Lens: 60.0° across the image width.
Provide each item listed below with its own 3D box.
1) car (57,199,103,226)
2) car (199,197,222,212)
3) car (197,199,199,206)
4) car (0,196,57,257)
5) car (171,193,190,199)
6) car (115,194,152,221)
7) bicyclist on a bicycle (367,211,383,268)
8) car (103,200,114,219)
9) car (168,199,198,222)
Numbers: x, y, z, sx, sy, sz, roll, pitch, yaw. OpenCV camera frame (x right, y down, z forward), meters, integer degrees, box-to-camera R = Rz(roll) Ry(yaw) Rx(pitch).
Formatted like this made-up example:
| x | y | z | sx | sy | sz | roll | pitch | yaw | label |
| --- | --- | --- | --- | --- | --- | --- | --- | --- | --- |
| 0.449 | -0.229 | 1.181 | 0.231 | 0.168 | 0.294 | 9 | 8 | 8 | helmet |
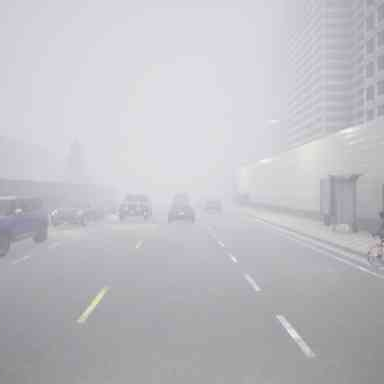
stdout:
| x | y | z | sx | sy | sz | roll | pitch | yaw | label |
| --- | --- | --- | --- | --- | --- | --- | --- | --- | --- |
| -7.910 | 1.310 | 22.780 | 2.097 | 1.767 | 4.553 | 0 | 0 | -2 | car |
| 2.245 | 1.422 | 37.094 | 2.128 | 1.511 | 4.902 | 0 | 0 | -2 | car |
| 1.837 | 1.473 | 48.069 | 1.994 | 1.385 | 4.181 | 0 | 0 | -3 | car |
| -7.552 | 1.198 | 13.074 | 2.150 | 2.045 | 5.566 | 0 | 0 | -2 | car |
| -1.463 | 1.142 | 42.936 | 2.150 | 2.045 | 5.566 | 0 | 0 | -4 | car |
| -4.483 | 1.156 | 27.092 | 2.150 | 2.045 | 5.566 | 0 | 0 | -2 | car |
| 5.828 | 1.334 | 9.681 | 1.656 | 1.620 | 0.582 | -9 | 0 | -2 | bicyclist on a bicycle |
| -7.987 | 1.530 | 27.170 | 1.994 | 1.385 | 4.181 | 0 | 0 | -2 | car |
| -0.831 | 1.515 | 25.832 | 1.994 | 1.385 | 4.181 | 0 | 0 | -2 | car |
